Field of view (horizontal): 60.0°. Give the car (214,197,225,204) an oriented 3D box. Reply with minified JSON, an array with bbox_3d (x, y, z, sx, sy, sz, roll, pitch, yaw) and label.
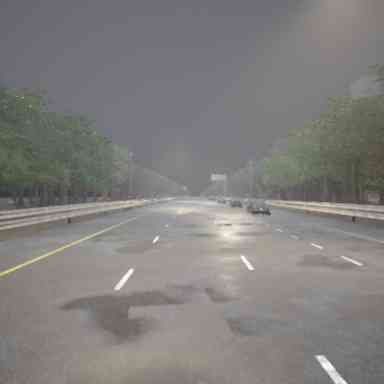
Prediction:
[{"bbox_3d":[7.385,2.254,83.386,1.994,1.385,4.181,0,-1,1],"label":"car"}]

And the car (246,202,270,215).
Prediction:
[{"bbox_3d":[7.073,1.755,35.854,1.994,1.385,4.181,0,-1,0],"label":"car"}]

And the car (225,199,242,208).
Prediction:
[{"bbox_3d":[7.171,1.899,55.532,1.837,1.490,4.892,0,-1,0],"label":"car"}]
